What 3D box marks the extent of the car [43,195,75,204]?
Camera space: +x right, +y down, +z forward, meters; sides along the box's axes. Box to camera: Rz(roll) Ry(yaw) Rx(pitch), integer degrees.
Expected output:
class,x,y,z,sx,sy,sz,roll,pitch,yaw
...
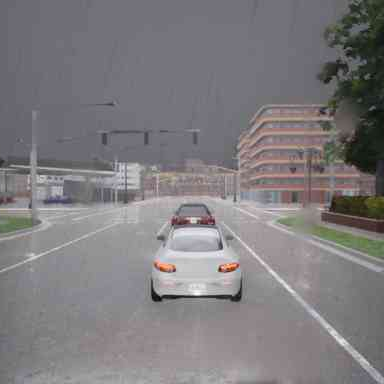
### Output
class,x,y,z,sx,sy,sz,roll,pitch,yaw
car,-23.437,1.295,57.889,4.611,1.667,2.242,0,0,1

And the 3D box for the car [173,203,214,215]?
class,x,y,z,sx,sy,sz,roll,pitch,yaw
car,0.064,1.352,17.181,2.097,1.767,4.553,0,0,0

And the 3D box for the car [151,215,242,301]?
class,x,y,z,sx,sy,sz,roll,pitch,yaw
car,0.087,1.526,8.188,1.812,1.442,4.674,0,0,0

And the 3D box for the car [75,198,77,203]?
class,x,y,z,sx,sy,sz,roll,pitch,yaw
car,-24.167,1.456,63.639,3.806,1.475,1.970,0,0,1
